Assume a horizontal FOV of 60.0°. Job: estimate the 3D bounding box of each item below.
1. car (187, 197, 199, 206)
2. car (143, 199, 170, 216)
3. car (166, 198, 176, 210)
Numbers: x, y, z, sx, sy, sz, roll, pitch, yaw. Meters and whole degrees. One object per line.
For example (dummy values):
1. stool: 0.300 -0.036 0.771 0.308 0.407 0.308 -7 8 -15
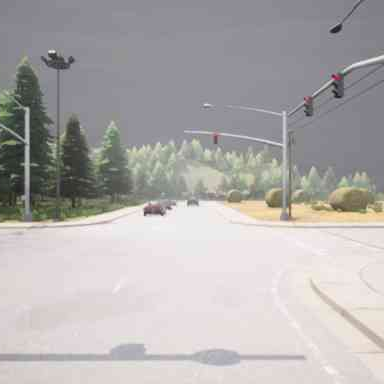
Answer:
1. car: 0.143 1.559 56.161 1.812 1.442 4.674 0 0 0
2. car: -3.567 1.620 32.437 1.895 1.301 4.718 0 0 0
3. car: -3.554 1.573 43.113 2.033 1.411 5.357 0 0 0
